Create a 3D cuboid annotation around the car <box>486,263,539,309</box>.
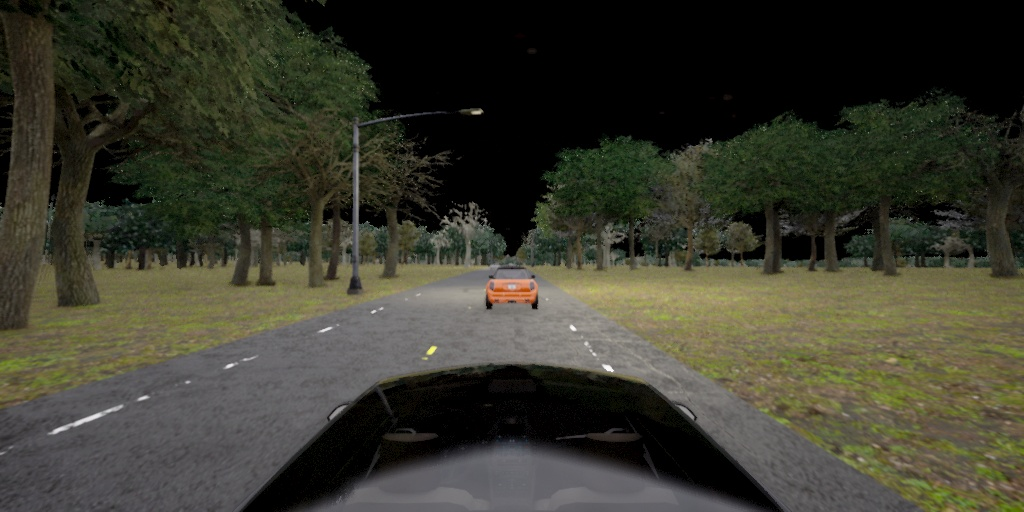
[{"bbox_3d":[0.003,1.239,15.944,2.097,1.767,4.553,0,-1,0],"label":"car"}]
